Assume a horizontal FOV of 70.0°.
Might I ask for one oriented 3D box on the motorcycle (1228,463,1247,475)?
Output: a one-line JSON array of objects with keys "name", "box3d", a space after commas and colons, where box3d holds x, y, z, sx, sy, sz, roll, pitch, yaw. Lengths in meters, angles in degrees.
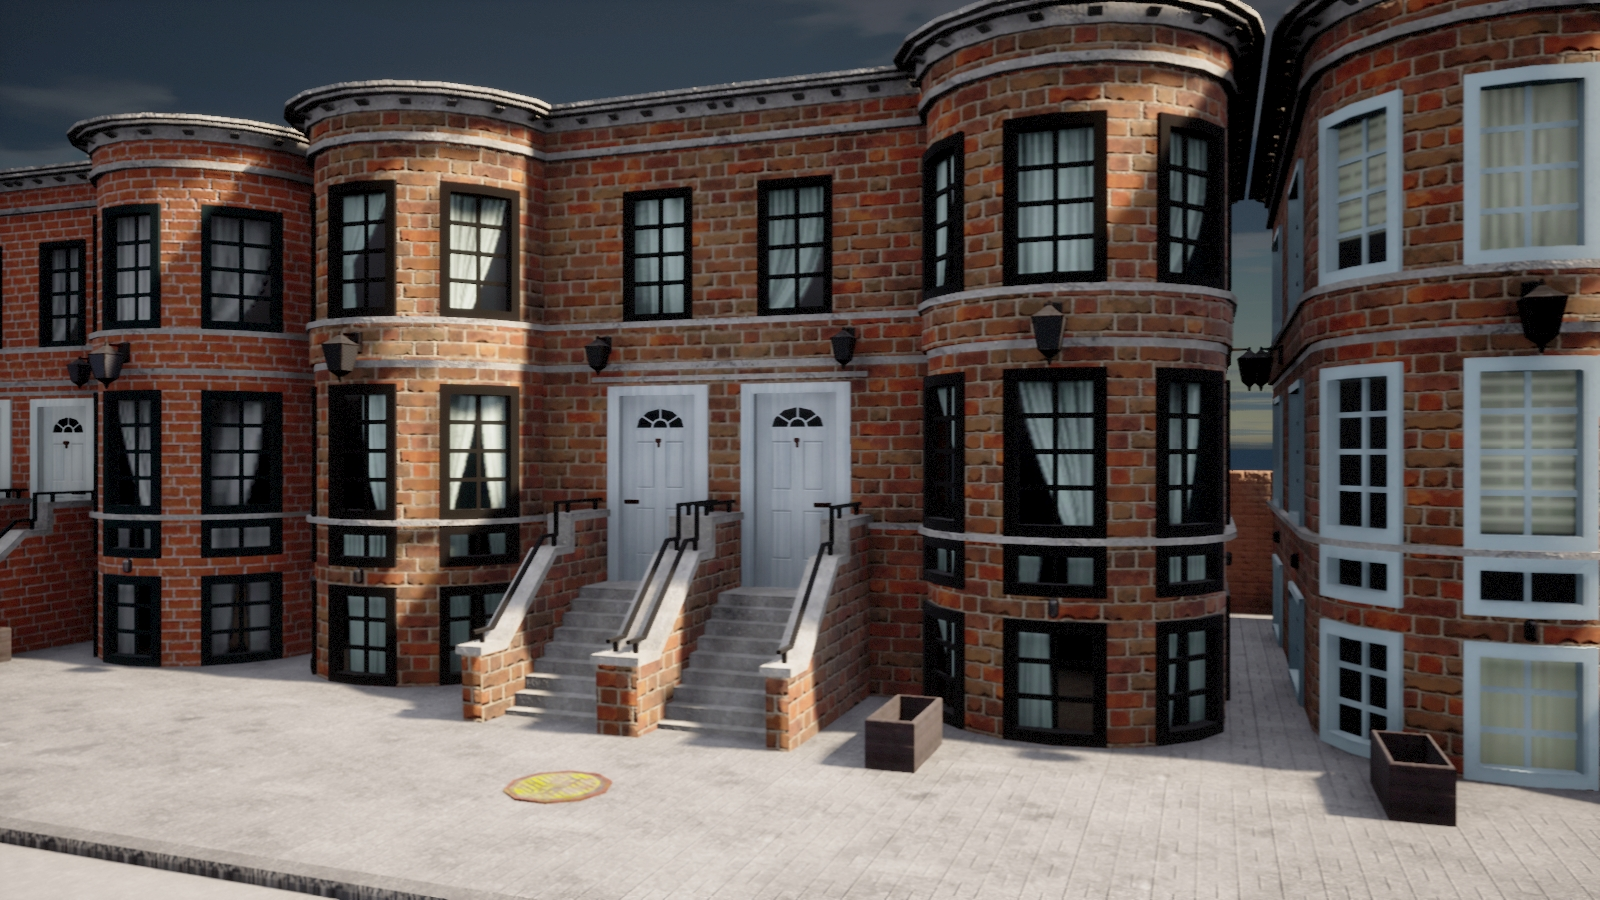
[{"name": "motorcycle", "box3d": [45.091, 1.963, 117.817, 1.805, 1.236, 0.856, 0, 0, 20]}]
